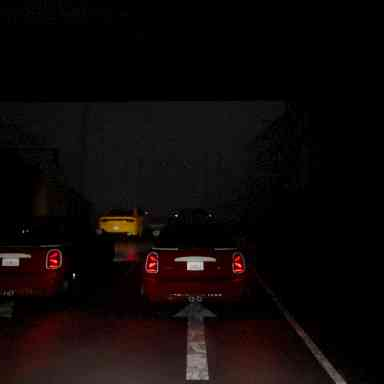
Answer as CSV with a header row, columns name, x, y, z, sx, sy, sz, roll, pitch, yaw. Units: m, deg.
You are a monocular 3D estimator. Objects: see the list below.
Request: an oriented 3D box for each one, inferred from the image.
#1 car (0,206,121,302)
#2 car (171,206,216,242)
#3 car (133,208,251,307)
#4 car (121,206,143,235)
name,x,y,z,sx,sy,sz,roll,pitch,yaw
car,-3.428,1.352,8.440,2.097,1.767,4.553,0,0,0
car,0.070,1.547,17.639,2.033,1.411,5.357,0,0,0
car,0.067,1.352,8.113,2.097,1.767,4.553,0,0,0
car,-3.431,1.478,17.529,1.882,1.535,5.008,0,0,0
